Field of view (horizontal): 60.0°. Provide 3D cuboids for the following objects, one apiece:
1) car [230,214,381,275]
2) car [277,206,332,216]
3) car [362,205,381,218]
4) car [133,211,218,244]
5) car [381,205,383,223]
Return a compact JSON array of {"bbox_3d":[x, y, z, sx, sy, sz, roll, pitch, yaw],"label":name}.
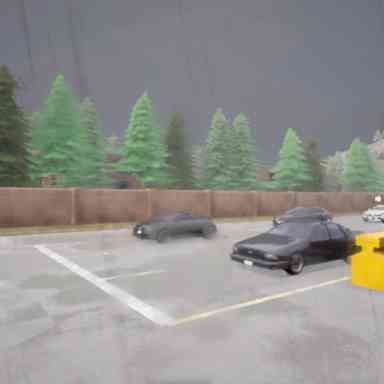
[{"bbox_3d":[3.769,1.649,10.971,5.357,1.411,2.033,1,0,-35],"label":"car"},{"bbox_3d":[7.456,1.709,22.190,4.892,1.490,1.837,1,0,-35],"label":"car"},{"bbox_3d":[16.492,1.851,28.622,4.674,1.442,1.812,1,0,-35],"label":"car"},{"bbox_3d":[-0.759,1.659,16.337,4.181,1.385,1.994,1,0,-35],"label":"car"},{"bbox_3d":[12.349,1.438,17.076,5.566,2.045,2.150,1,0,-34],"label":"car"}]
